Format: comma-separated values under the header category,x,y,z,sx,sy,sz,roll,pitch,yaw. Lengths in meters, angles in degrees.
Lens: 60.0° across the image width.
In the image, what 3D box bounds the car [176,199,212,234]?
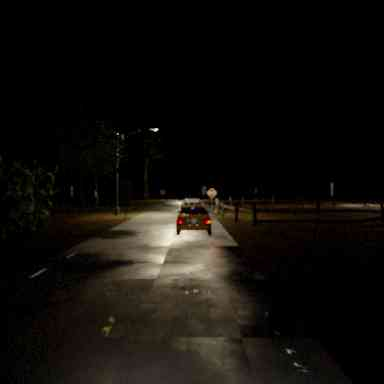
category,x,y,z,sx,sy,sz,roll,pitch,yaw
car,0.093,1.324,18.063,1.801,1.575,5.366,0,0,0

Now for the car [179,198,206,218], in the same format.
category,x,y,z,sx,sy,sz,roll,pitch,yaw
car,0.014,1.304,29.024,2.163,1.488,4.792,0,0,-1
